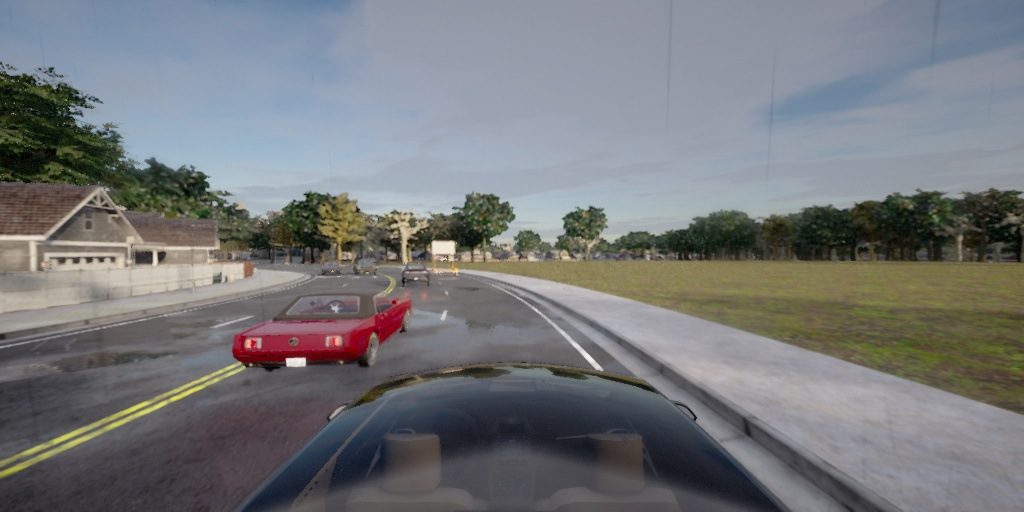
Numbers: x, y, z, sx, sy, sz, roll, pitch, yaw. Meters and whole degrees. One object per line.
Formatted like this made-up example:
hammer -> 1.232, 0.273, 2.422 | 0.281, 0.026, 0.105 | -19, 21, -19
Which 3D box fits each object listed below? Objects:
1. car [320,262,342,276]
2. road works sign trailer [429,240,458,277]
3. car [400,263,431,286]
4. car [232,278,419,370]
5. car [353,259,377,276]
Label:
car -> -20.030, 1.406, 39.747 | 1.837, 1.490, 4.892 | -1, 0, -29
road works sign trailer -> -6.882, 0.210, 35.963 | 2.380, 3.560, 2.880 | 0, 0, -27
car -> -6.800, 1.261, 25.286 | 2.128, 1.511, 4.902 | -1, 0, -16
car -> -3.512, 1.370, 7.805 | 1.895, 1.301, 4.718 | 0, 0, -4
car -> -16.034, 1.199, 39.114 | 2.097, 1.767, 4.553 | -1, 0, -28
